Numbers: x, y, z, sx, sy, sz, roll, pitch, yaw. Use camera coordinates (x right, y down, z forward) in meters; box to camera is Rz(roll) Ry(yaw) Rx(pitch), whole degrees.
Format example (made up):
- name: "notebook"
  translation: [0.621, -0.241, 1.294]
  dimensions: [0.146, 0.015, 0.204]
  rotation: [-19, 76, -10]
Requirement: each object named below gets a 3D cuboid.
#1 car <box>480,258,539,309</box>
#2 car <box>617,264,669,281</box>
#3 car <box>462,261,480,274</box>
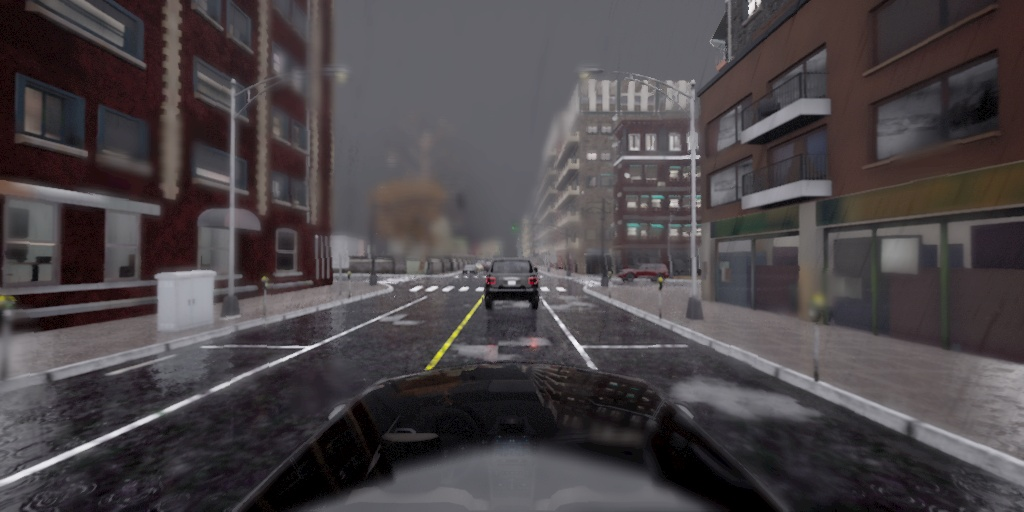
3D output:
- name: "car"
  translation: [-0.006, 1.099, 15.861]
  dimensions: [2.150, 2.045, 5.566]
  rotation: [0, 0, 0]
- name: "car"
  translation: [13.433, 1.685, 36.752]
  dimensions: [5.009, 1.841, 2.192]
  rotation: [0, 0, -1]
- name: "car"
  translation: [-5.712, 1.779, 49.086]
  dimensions: [1.948, 1.339, 4.313]
  rotation: [0, 0, 0]
